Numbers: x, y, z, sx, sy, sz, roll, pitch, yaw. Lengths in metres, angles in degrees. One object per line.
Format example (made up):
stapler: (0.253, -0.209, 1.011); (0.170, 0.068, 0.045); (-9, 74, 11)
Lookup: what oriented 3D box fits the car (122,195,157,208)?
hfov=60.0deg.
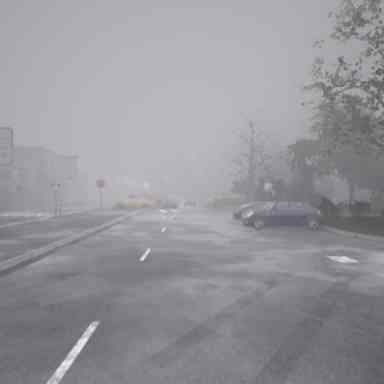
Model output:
car: (-7.344, 1.293, 46.957); (4.553, 1.767, 2.185); (0, -1, 0)

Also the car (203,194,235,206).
car: (4.735, 1.433, 60.124); (5.566, 2.045, 2.435); (0, -1, -1)

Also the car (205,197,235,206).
car: (4.790, 1.620, 57.450); (4.892, 1.521, 2.231); (0, -1, -1)

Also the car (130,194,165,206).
car: (-7.428, 1.332, 56.187); (5.566, 2.045, 2.435); (0, -1, -1)

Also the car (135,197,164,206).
car: (-7.489, 1.654, 59.098); (5.008, 1.535, 2.097); (0, -1, -1)

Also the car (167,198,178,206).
car: (-3.604, 1.828, 61.938); (1.994, 1.385, 4.181); (0, -2, -1)

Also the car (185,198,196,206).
car: (-0.244, 1.784, 59.342); (1.895, 1.301, 4.718); (0, -1, 0)

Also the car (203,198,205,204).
car: (4.803, 1.303, 54.664); (5.566, 2.045, 2.435); (0, -1, -1)

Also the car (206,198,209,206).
car: (5.084, 1.413, 46.284); (5.366, 1.575, 1.946); (0, -1, 0)

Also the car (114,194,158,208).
car: (-7.536, 1.382, 44.037); (5.366, 1.575, 1.946); (0, -1, 0)

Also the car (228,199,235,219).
car: (5.058, 1.396, 22.695); (4.674, 1.452, 2.002); (0, 0, 0)

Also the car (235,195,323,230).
car: (5.129, 1.246, 19.524); (4.553, 1.767, 2.185); (0, 0, 0)

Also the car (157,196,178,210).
car: (-2.887, 1.384, 41.486); (1.837, 1.490, 4.892); (-1, 0, -10)

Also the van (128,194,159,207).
van: (-7.283, 1.241, 49.996); (4.442, 1.987, 1.878); (0, -1, 0)

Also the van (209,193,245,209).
van: (4.805, 1.157, 43.490); (4.442, 1.987, 1.878); (0, -1, 0)
